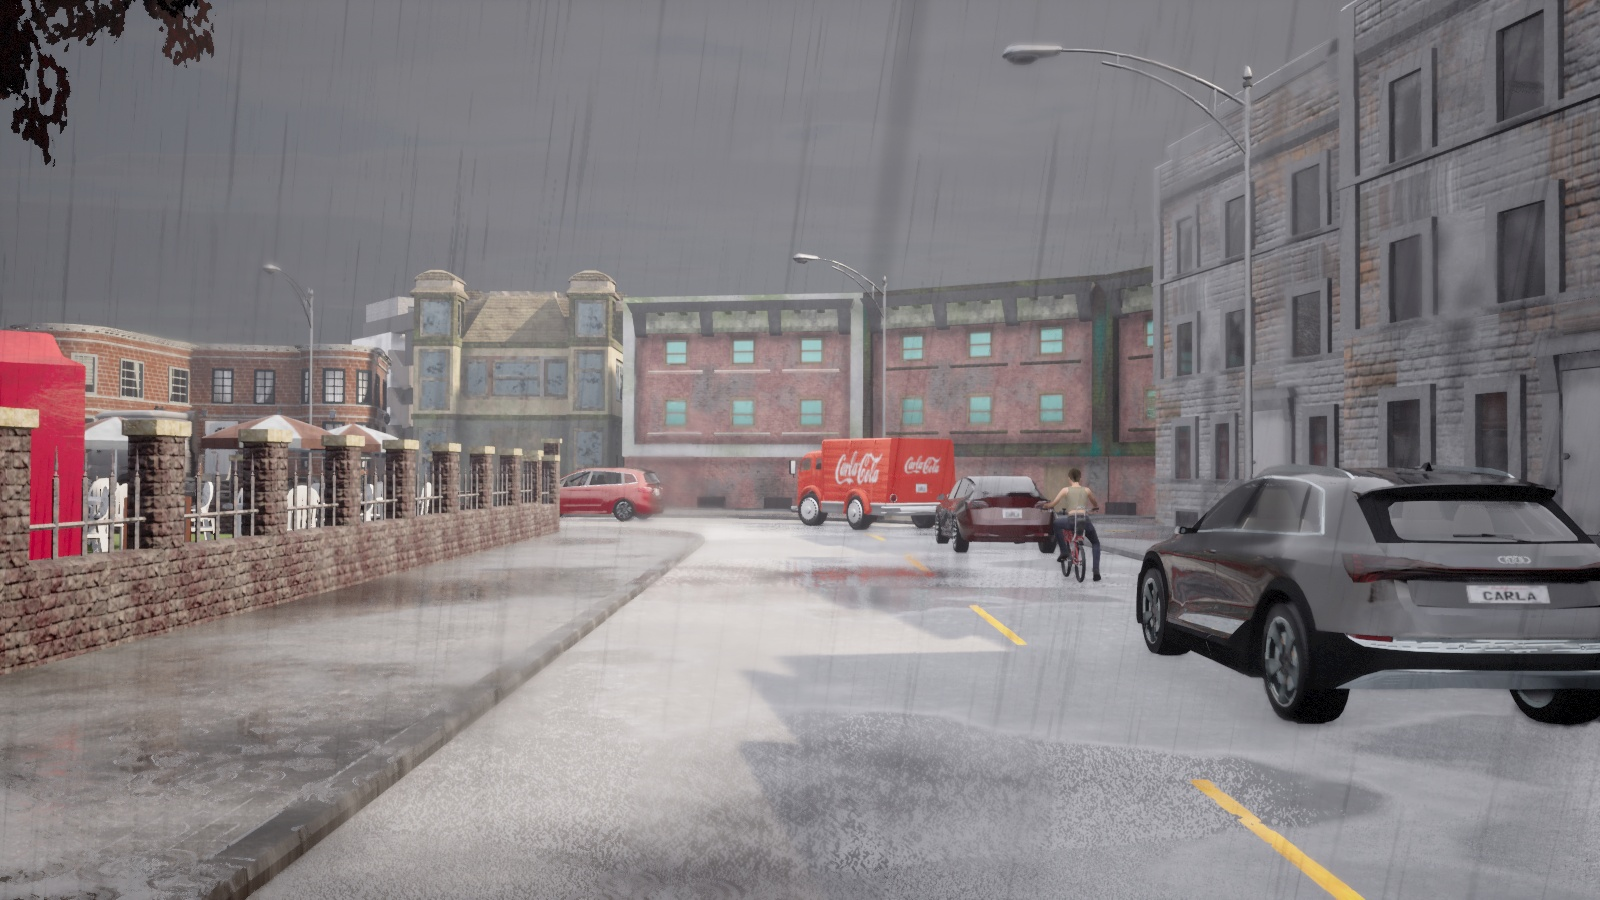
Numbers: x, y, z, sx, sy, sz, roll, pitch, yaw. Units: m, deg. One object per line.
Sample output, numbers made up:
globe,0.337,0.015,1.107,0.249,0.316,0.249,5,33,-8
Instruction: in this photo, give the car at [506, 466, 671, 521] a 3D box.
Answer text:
car,-6.580,1.345,39.327,4.611,1.667,2.242,0,-1,9

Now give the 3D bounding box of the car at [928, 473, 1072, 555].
car,3.943,1.228,25.626,2.163,1.488,4.792,0,-1,0

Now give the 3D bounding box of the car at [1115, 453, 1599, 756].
car,3.980,0.885,9.315,2.033,1.649,4.856,0,-1,0

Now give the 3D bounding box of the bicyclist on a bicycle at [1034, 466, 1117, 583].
bicyclist on a bicycle,3.954,1.039,18.148,0.866,1.612,1.509,0,-1,0

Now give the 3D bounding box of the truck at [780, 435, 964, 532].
truck,1.896,0.908,34.976,2.627,2.467,5.204,0,-1,-31

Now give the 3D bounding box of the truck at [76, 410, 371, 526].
truck,-17.948,0.566,39.478,7.936,3.462,2.891,0,-1,-1
